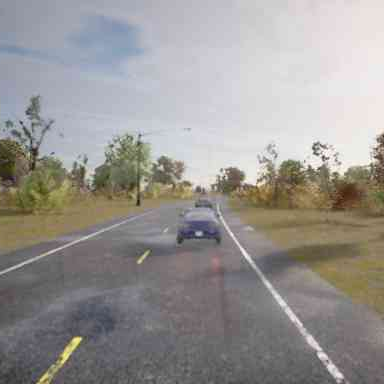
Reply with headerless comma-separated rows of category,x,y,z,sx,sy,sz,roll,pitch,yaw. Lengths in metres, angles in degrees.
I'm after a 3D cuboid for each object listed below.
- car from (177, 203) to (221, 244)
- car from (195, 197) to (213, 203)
car,0.340,1.448,15.311,1.812,1.442,4.674,0,0,1
car,1.342,1.310,37.719,2.128,1.511,4.902,0,0,4
